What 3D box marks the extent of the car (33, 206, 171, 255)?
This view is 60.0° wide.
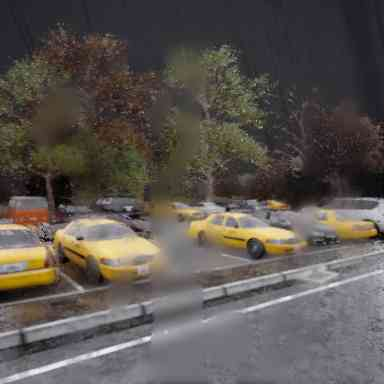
[{"bbox_3d":[-3.857,1.566,14.777,5.357,1.411,2.033,0,0,-36],"label":"car"}]

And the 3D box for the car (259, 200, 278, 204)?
[{"bbox_3d":[5.480,1.458,32.040,2.185,1.767,4.553,0,0,-35],"label":"car"}]

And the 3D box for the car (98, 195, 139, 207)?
[{"bbox_3d":[-5.711,1.264,24.095,2.435,2.045,5.566,0,0,-35],"label":"car"}]

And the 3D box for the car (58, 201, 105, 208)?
[{"bbox_3d":[-7.937,1.531,22.445,2.163,1.488,4.792,0,0,-35],"label":"car"}]

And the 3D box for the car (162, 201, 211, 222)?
[{"bbox_3d":[-1.070,1.540,27.125,1.946,1.575,5.366,0,0,-35],"label":"car"}]

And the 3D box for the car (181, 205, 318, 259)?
[{"bbox_3d":[1.957,1.515,13.235,1.946,1.575,5.366,0,0,-35],"label":"car"}]

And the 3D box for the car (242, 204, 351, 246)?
[{"bbox_3d":[4.109,1.533,14.998,2.231,1.521,4.892,0,0,-35],"label":"car"}]

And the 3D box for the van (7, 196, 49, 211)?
[{"bbox_3d":[-10.381,1.264,20.889,1.878,1.987,4.442,0,0,-35],"label":"van"}]

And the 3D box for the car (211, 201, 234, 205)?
[{"bbox_3d":[1.083,1.597,28.878,2.002,1.452,4.674,0,0,-35],"label":"car"}]

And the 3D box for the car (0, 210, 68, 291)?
[{"bbox_3d":[-5.048,1.482,8.719,1.946,1.575,5.366,0,0,-35],"label":"car"}]

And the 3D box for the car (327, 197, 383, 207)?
[{"bbox_3d":[8.626,1.308,18.230,2.435,2.045,5.566,0,0,-35],"label":"car"}]

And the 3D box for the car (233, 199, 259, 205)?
[{"bbox_3d":[3.357,1.600,30.459,2.163,1.488,4.792,0,0,-35],"label":"car"}]

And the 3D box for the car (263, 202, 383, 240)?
[{"bbox_3d":[6.270,1.542,16.751,1.946,1.575,5.366,0,0,-35],"label":"car"}]
